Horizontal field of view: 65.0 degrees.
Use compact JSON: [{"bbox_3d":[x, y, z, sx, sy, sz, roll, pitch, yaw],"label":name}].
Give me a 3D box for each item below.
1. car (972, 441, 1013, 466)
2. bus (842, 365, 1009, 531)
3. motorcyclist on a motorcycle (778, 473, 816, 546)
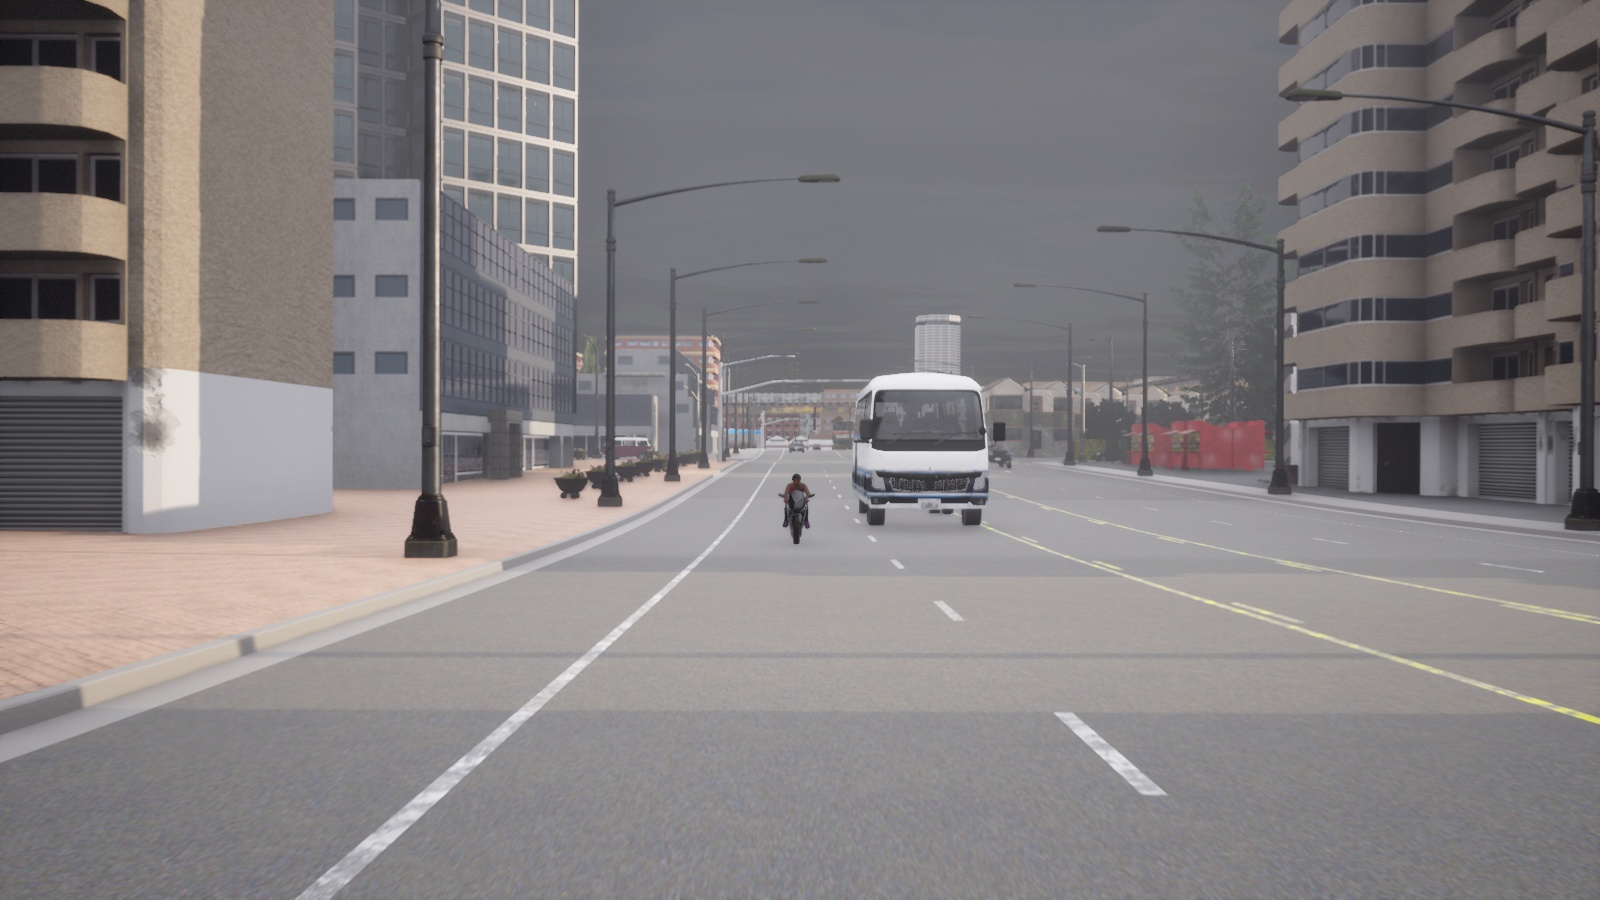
[{"bbox_3d":[13.790,0.219,90.165,2.152,1.651,5.027,0,1,0],"label":"car"},{"bbox_3d":[3.405,-0.074,37.501,3.944,4.253,10.273,0,0,0],"label":"bus"},{"bbox_3d":[-0.066,1.289,27.656,0.797,1.523,2.044,0,-1,0],"label":"motorcyclist on a motorcycle"}]
